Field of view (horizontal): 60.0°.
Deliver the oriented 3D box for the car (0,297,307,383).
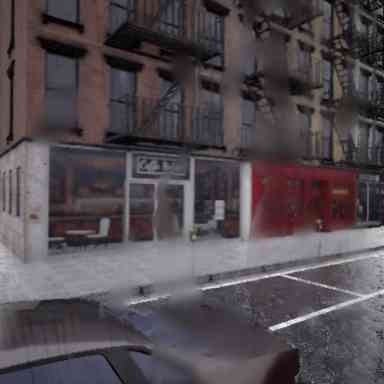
[{"bbox_3d":[-1.504,1.545,1.996,5.357,1.411,2.033,1,-1,-35],"label":"car"}]
